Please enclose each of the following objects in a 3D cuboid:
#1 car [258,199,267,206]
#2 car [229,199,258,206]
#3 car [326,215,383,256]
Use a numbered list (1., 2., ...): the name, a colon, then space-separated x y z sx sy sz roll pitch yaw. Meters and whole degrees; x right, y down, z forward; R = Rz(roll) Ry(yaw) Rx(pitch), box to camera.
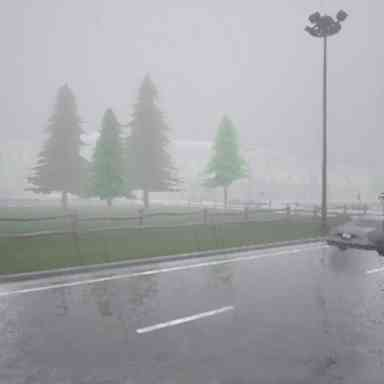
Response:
1. car: 12.175 1.995 65.250 2.033 1.411 5.357 1 0 -35
2. car: 9.313 1.962 63.237 2.033 1.411 5.357 1 0 -35
3. car: 7.725 1.680 13.684 5.357 1.411 2.033 1 0 -35
